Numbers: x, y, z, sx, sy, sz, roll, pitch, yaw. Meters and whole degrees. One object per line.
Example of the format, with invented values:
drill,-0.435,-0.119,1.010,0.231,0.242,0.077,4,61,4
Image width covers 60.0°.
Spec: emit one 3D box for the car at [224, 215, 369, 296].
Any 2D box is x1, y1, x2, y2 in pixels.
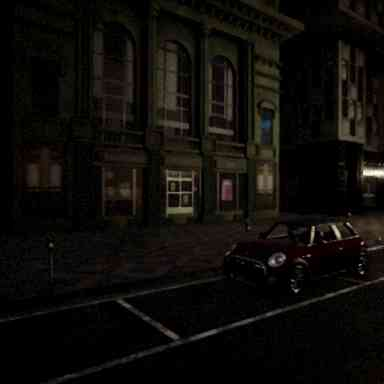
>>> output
car,2.745,1.445,8.605,4.097,1.590,1.967,0,0,-36
